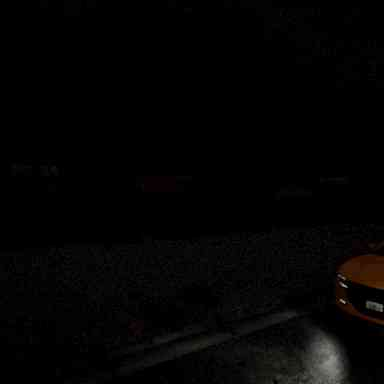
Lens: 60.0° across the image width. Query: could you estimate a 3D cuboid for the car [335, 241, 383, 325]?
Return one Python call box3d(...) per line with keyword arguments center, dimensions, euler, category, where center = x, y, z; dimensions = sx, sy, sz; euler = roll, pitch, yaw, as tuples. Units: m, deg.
box3d(center=(4.796, 1.473, 6.499), dimensions=(5.008, 1.535, 1.882), euler=(0, 0, -36), category="car")
